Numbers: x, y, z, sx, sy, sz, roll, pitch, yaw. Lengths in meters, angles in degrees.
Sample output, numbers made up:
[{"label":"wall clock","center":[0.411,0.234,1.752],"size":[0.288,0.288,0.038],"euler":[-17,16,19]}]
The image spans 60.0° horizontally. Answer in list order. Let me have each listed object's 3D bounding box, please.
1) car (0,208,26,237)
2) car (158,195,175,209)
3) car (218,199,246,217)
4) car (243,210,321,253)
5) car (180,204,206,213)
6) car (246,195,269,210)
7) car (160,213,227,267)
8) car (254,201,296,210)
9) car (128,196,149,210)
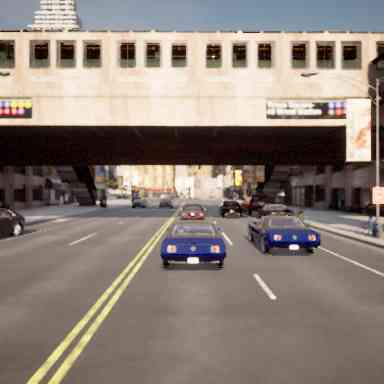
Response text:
[{"label":"car","center":[-10.039,1.512,15.778],"size":[2.231,1.521,4.892],"euler":[0,0,10]},{"label":"car","center":[-3.567,1.597,46.253],"size":[1.837,1.490,4.892],"euler":[0,0,0]},{"label":"car","center":[3.628,1.542,31.986],"size":[1.882,1.535,5.008],"euler":[0,0,0]},{"label":"car","center":[3.554,1.629,13.767],"size":[1.895,1.301,4.718],"euler":[0,0,0]},{"label":"car","center":[0.071,1.599,25.534],"size":[2.033,1.411,5.357],"euler":[0,0,1]},{"label":"car","center":[6.602,1.298,34.443],"size":[2.435,2.045,5.566],"euler":[0,0,0]},{"label":"car","center":[0.047,1.624,11.477],"size":[1.895,1.301,4.718],"euler":[0,0,0]},{"label":"car","center":[6.665,1.650,27.046],"size":[1.895,1.301,4.718],"euler":[0,0,0]},{"label":"car","center":[-7.069,1.639,45.973],"size":[2.033,1.411,5.357],"euler":[0,0,0]}]
